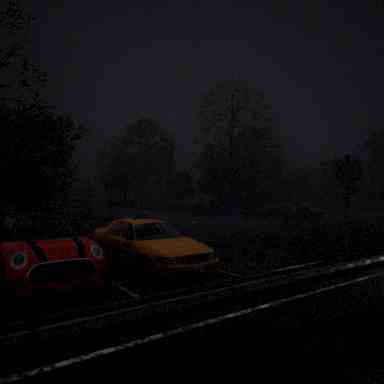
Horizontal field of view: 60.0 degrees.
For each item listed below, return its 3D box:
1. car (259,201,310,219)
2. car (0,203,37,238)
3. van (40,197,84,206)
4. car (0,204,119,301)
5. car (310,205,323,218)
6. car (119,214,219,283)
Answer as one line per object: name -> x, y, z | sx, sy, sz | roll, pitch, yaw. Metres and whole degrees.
car -> 8.724, 1.844, 32.709 | 2.002, 1.452, 4.674 | 2, -1, -36
car -> -10.526, 1.475, 19.081 | 1.946, 1.575, 5.366 | 0, 0, -36
van -> -8.083, 1.266, 20.472 | 1.878, 1.987, 4.442 | 0, 0, -36
car -> -3.881, 1.347, 8.557 | 2.185, 1.767, 4.553 | 0, 0, -36
car -> 11.271, 1.746, 34.603 | 2.185, 1.767, 4.553 | 1, -1, -36
car -> -1.390, 1.484, 10.089 | 1.946, 1.575, 5.366 | 0, 0, -36
